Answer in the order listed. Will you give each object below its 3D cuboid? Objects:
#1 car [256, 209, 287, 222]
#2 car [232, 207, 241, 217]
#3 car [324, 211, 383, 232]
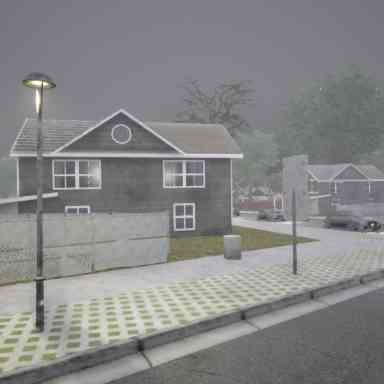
[{"bbox_3d":[8.473,2.463,35.375,1.994,1.385,4.181,-1,-2,-13],"label":"car"},{"bbox_3d":[5.361,2.865,48.399,2.033,1.411,5.357,-1,-1,-13],"label":"car"},{"bbox_3d":[11.309,2.044,23.675,1.994,1.385,4.181,-1,-2,-14],"label":"car"}]
